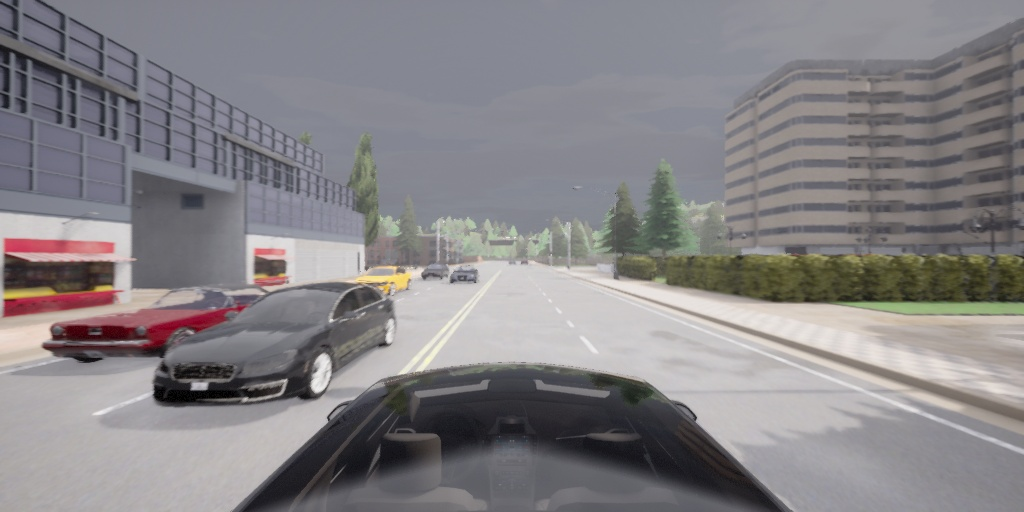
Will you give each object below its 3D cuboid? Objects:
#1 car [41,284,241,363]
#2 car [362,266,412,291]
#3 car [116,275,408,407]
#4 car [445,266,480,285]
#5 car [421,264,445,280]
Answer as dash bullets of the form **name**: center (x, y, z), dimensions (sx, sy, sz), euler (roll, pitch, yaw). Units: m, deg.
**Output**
- **car**: center (-7.093, 1.371, 8.308), dimensions (1.895, 1.301, 4.718), euler (0, 0, 0)
- **car**: center (-6.994, 1.299, 19.894), dimensions (1.882, 1.535, 5.008), euler (0, 0, 0)
- **car**: center (-3.590, 1.273, 6.556), dimensions (1.837, 1.490, 4.892), euler (0, -1, 0)
- **car**: center (-3.549, 1.424, 27.634), dimensions (1.994, 1.385, 4.181), euler (0, 0, 0)
- **car**: center (-6.990, 1.429, 33.581), dimensions (2.033, 1.411, 5.357), euler (0, 0, 0)
